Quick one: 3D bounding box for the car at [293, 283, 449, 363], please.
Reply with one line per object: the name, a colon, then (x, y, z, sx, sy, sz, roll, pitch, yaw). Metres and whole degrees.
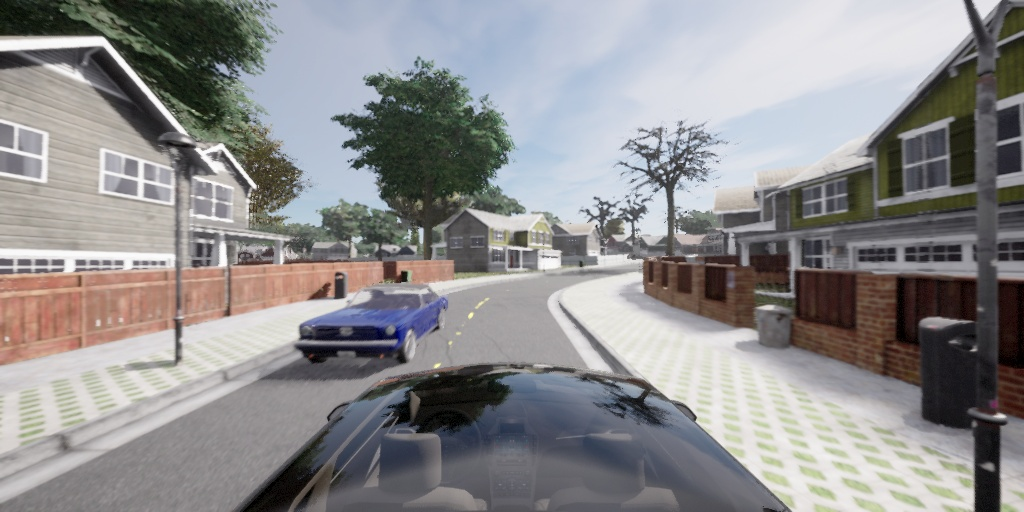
car: (-2.780, 1.348, 8.262, 1.895, 1.301, 4.718, 0, 0, 1)

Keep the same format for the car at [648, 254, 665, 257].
car: (20.430, 0.694, 51.907, 2.033, 1.411, 5.357, -1, 1, 32)
